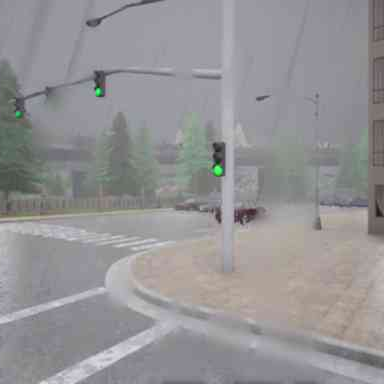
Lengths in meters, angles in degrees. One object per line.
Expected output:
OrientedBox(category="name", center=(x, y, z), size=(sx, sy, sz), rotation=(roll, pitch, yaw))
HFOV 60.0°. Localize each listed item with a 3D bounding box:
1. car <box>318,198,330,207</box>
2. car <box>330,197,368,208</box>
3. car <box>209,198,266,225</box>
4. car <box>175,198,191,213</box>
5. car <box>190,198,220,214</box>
OrientedBox(category="car", center=(20.736, 1.488, 48.907), size=(4.181, 1.385, 1.994), rotation=(0, 0, -14))
OrientedBox(category="car", center=(22.356, 1.477, 45.741), size=(5.357, 1.411, 2.033), rotation=(0, 0, -11))
OrientedBox(category="car", center=(3.509, 1.402, 23.277), size=(1.882, 1.535, 5.008), rotation=(0, 0, 36))
OrientedBox(category="car", center=(0.246, 1.384, 36.070), size=(1.882, 1.535, 5.008), rotation=(0, 0, 41))
OrientedBox(category="car", center=(2.461, 1.404, 33.298), size=(2.128, 1.511, 4.902), rotation=(0, 0, 40))
